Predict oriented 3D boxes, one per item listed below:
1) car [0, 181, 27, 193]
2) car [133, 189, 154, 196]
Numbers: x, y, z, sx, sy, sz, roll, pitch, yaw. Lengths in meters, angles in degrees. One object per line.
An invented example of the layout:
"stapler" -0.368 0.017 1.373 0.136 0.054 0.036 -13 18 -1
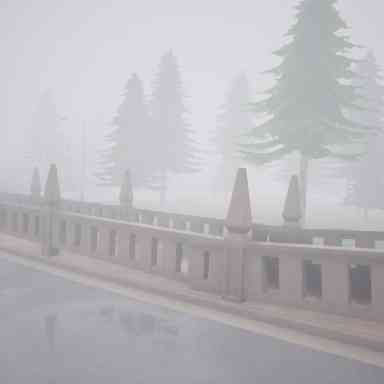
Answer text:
"car" -21.248 -0.473 37.408 1.882 1.535 5.008 4 3 37
"car" -7.577 -0.350 49.461 2.097 1.767 4.553 4 3 37
